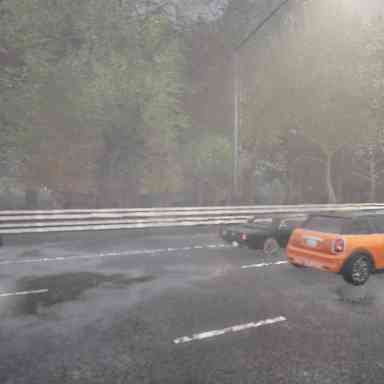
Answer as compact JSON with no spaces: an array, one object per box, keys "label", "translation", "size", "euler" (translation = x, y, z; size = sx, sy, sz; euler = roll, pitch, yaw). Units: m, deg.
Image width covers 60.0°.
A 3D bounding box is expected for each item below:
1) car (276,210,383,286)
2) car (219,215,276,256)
[{"label":"car","translation":[4.966,1.325,9.470],"size":[4.553,1.767,2.097],"euler":[0,1,-26]},{"label":"car","translation":[3.495,1.537,12.651],"size":[4.718,1.301,1.895],"euler":[0,0,-26]}]
